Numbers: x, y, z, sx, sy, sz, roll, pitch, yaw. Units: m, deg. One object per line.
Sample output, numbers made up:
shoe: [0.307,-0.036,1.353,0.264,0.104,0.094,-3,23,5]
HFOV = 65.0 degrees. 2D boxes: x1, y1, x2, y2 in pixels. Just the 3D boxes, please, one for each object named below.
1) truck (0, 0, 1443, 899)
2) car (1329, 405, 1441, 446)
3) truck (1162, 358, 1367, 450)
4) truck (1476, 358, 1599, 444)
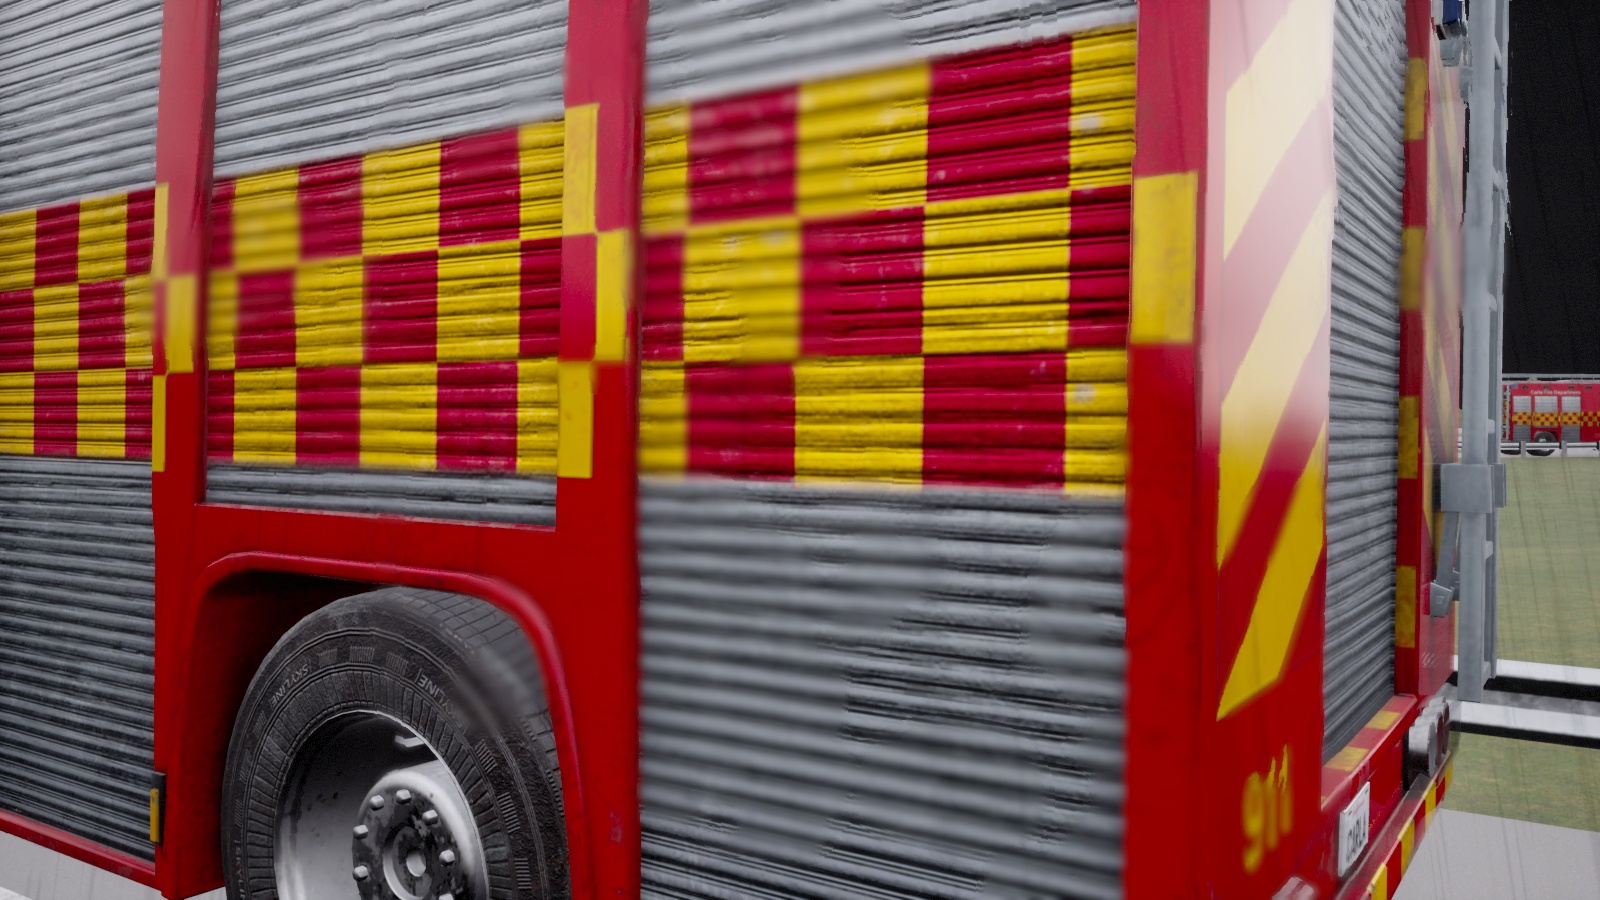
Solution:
truck: [-2.277,-0.483,5.145,8.468,3.827,2.891,0,1,34]
car: [28.369,-1.205,60.935,4.605,1.855,1.932,-1,1,-7]
truck: [21.023,-1.982,56.909,8.468,3.827,2.891,-1,1,25]
truck: [36.689,-2.314,58.981,8.468,3.827,2.891,-1,1,-4]
